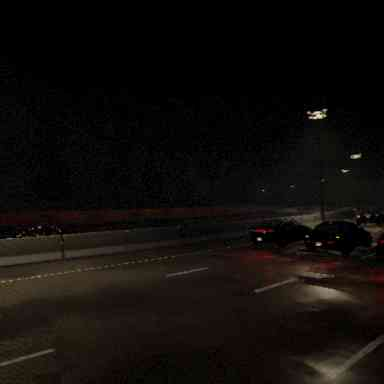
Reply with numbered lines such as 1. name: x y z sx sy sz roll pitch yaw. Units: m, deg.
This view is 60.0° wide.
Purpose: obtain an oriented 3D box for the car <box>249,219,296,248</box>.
1. car: 5.284 2.304 19.311 2.128 1.511 4.902 -4 -4 45

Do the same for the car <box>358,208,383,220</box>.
1. car: 18.273 2.473 33.769 2.097 1.767 4.553 -4 -4 38

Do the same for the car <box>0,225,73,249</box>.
1. car: -9.648 2.827 20.168 4.892 1.490 1.837 1 -4 -41

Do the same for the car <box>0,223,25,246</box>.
1. car: -15.282 3.193 24.545 5.008 1.535 1.882 1 -4 -41

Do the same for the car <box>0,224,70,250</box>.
1. car: -11.517 3.074 23.111 5.357 1.411 2.033 1 -4 -41

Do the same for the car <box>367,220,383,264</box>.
1. car: 8.675 1.888 12.787 4.892 1.490 1.837 1 -3 -44

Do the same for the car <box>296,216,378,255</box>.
1. car: 7.196 2.126 16.261 4.674 1.442 1.812 1 -4 -45
